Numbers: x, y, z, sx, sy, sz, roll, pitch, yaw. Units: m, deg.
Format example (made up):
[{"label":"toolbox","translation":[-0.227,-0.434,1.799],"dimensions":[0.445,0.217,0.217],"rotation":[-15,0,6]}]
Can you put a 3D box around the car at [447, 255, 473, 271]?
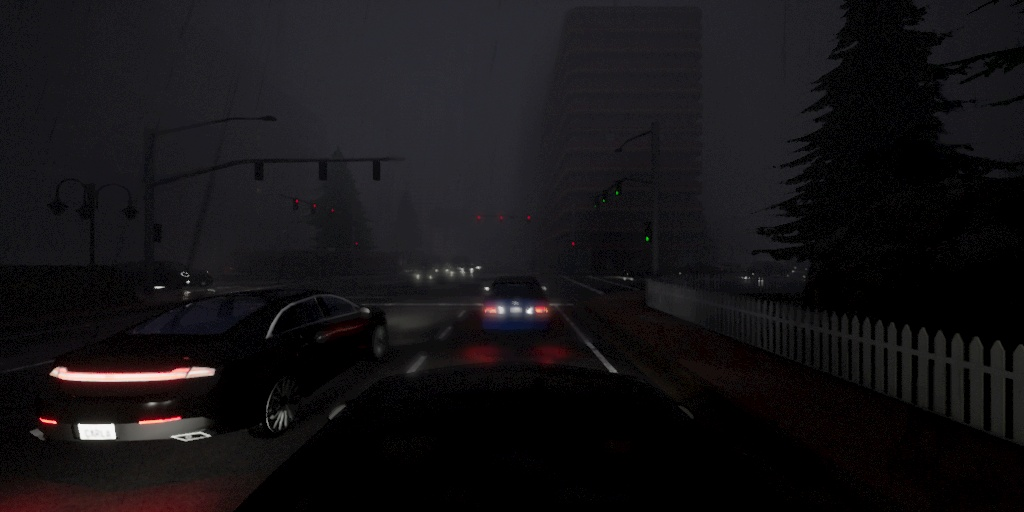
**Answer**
[{"label":"car","translation":[-7.057,0.991,49.141],"dimensions":[2.150,2.045,5.566],"rotation":[0,0,0]}]

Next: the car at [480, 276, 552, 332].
[{"label":"car","translation":[0.122,1.301,10.809],"dimensions":[2.033,1.411,5.357],"rotation":[0,0,1]}]

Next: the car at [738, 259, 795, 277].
[{"label":"car","translation":[24.369,1.255,34.262],"dimensions":[5.357,1.411,2.033],"rotation":[0,0,-31]}]

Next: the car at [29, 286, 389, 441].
[{"label":"car","translation":[-3.427,1.243,5.397],"dimensions":[2.128,1.511,4.902],"rotation":[0,0,0]}]

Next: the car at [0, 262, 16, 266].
[{"label":"car","translation":[-30.458,1.250,21.279],"dimensions":[5.357,1.411,2.033],"rotation":[0,0,0]}]

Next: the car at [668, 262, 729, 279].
[{"label":"car","translation":[15.889,1.270,30.586],"dimensions":[4.181,1.385,1.994],"rotation":[0,0,-20]}]

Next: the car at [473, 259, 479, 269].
[{"label":"car","translation":[-7.025,1.278,58.952],"dimensions":[1.837,1.490,4.892],"rotation":[0,0,0]}]

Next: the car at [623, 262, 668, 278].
[{"label":"car","translation":[13.155,1.255,33.411],"dimensions":[5.357,1.411,2.033],"rotation":[0,0,-13]}]

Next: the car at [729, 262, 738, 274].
[{"label":"car","translation":[22.056,1.310,36.975],"dimensions":[4.718,1.301,1.895],"rotation":[0,0,-30]}]

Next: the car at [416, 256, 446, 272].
[{"label":"car","translation":[-10.529,0.989,45.982],"dimensions":[2.150,2.045,5.566],"rotation":[0,0,2]}]

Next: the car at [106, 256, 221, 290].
[{"label":"car","translation":[-20.601,1.054,21.331],"dimensions":[4.553,1.767,2.097],"rotation":[0,0,0]}]

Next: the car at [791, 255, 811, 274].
[{"label":"car","translation":[32.429,0.933,40.660],"dimensions":[2.150,2.045,5.566],"rotation":[0,0,43]}]
